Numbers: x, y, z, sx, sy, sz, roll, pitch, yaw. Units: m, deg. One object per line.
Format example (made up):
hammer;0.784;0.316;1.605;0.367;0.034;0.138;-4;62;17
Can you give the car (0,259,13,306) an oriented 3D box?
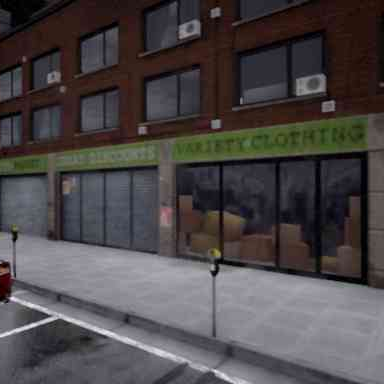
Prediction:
car;-5.354;1.549;6.633;4.507;1.381;1.887;0;0;36
